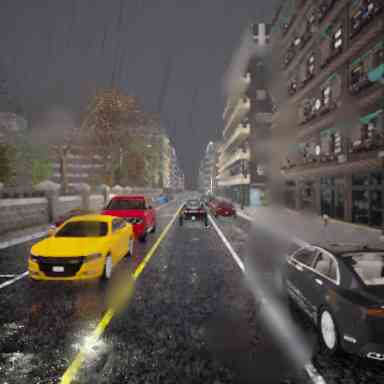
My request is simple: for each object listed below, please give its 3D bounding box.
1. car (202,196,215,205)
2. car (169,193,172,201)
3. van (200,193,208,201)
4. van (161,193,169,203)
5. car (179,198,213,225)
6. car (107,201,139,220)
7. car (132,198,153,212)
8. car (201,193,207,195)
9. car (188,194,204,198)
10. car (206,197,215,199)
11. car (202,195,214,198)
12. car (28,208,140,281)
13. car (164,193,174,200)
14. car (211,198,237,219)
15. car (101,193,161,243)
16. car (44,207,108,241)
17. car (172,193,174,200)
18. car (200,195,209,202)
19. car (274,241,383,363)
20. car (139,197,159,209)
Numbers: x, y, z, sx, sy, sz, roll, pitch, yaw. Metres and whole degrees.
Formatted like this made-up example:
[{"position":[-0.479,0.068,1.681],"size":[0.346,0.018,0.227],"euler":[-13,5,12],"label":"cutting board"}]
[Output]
[{"position":[2.690,1.424,55.679],"size":[1.947,1.339,4.313],"euler":[0,0,0],"label":"car"},{"position":[-5.691,1.148,66.748],"size":[2.192,1.841,5.009],"euler":[0,0,0],"label":"car"},{"position":[2.690,1.151,77.819],"size":[1.690,1.788,3.998],"euler":[0,0,0],"label":"van"},{"position":[-5.691,1.187,61.212],"size":[1.690,1.788,3.998],"euler":[0,0,0],"label":"van"},{"position":[0.101,1.427,23.103],"size":[2.128,1.511,4.902],"euler":[0,0,0],"label":"car"},{"position":[-5.691,1.505,28.003],"size":[1.802,1.307,4.206],"euler":[0,0,0],"label":"car"},{"position":[-5.691,1.422,38.903],"size":[1.752,1.417,4.829],"euler":[0,0,0],"label":"car"},{"position":[2.689,1.311,50.143],"size":[1.967,1.590,4.097],"euler":[0,0,0],"label":"car"},{"position":[0.104,1.374,45.310],"size":[2.128,1.511,4.902],"euler":[0,0,0],"label":"car"},{"position":[2.689,1.455,33.538],"size":[1.887,1.381,4.507],"euler":[0,0,0],"label":"car"},{"position":[2.690,1.449,44.609],"size":[1.947,1.339,4.313],"euler":[0,0,0],"label":"car"},{"position":[-2.999,1.449,9.966],"size":[1.882,1.535,5.008],"euler":[0,0,0],"label":"car"},{"position":[-5.690,1.113,83.354],"size":[2.192,1.841,5.009],"euler":[0,0,0],"label":"car"},{"position":[2.689,1.468,28.003],"size":[1.887,1.381,4.507],"euler":[0,0,0],"label":"car"},{"position":[-3.027,1.176,16.234],"size":[2.150,2.045,5.566],"euler":[0,0,1],"label":"car"},{"position":[-5.692,1.535,16.932],"size":[1.802,1.307,4.206],"euler":[0,0,0],"label":"car"},{"position":[-5.689,1.372,72.284],"size":[2.008,1.369,4.403],"euler":[0,0,0],"label":"car"},{"position":[2.691,1.387,72.284],"size":[1.947,1.339,4.313],"euler":[0,0,0],"label":"car"},{"position":[2.688,1.534,5.863],"size":[2.008,1.369,4.403],"euler":[0,0,0],"label":"car"},{"position":[-5.691,1.434,44.609],"size":[2.008,1.369,4.403],"euler":[0,0,0],"label":"car"}]
